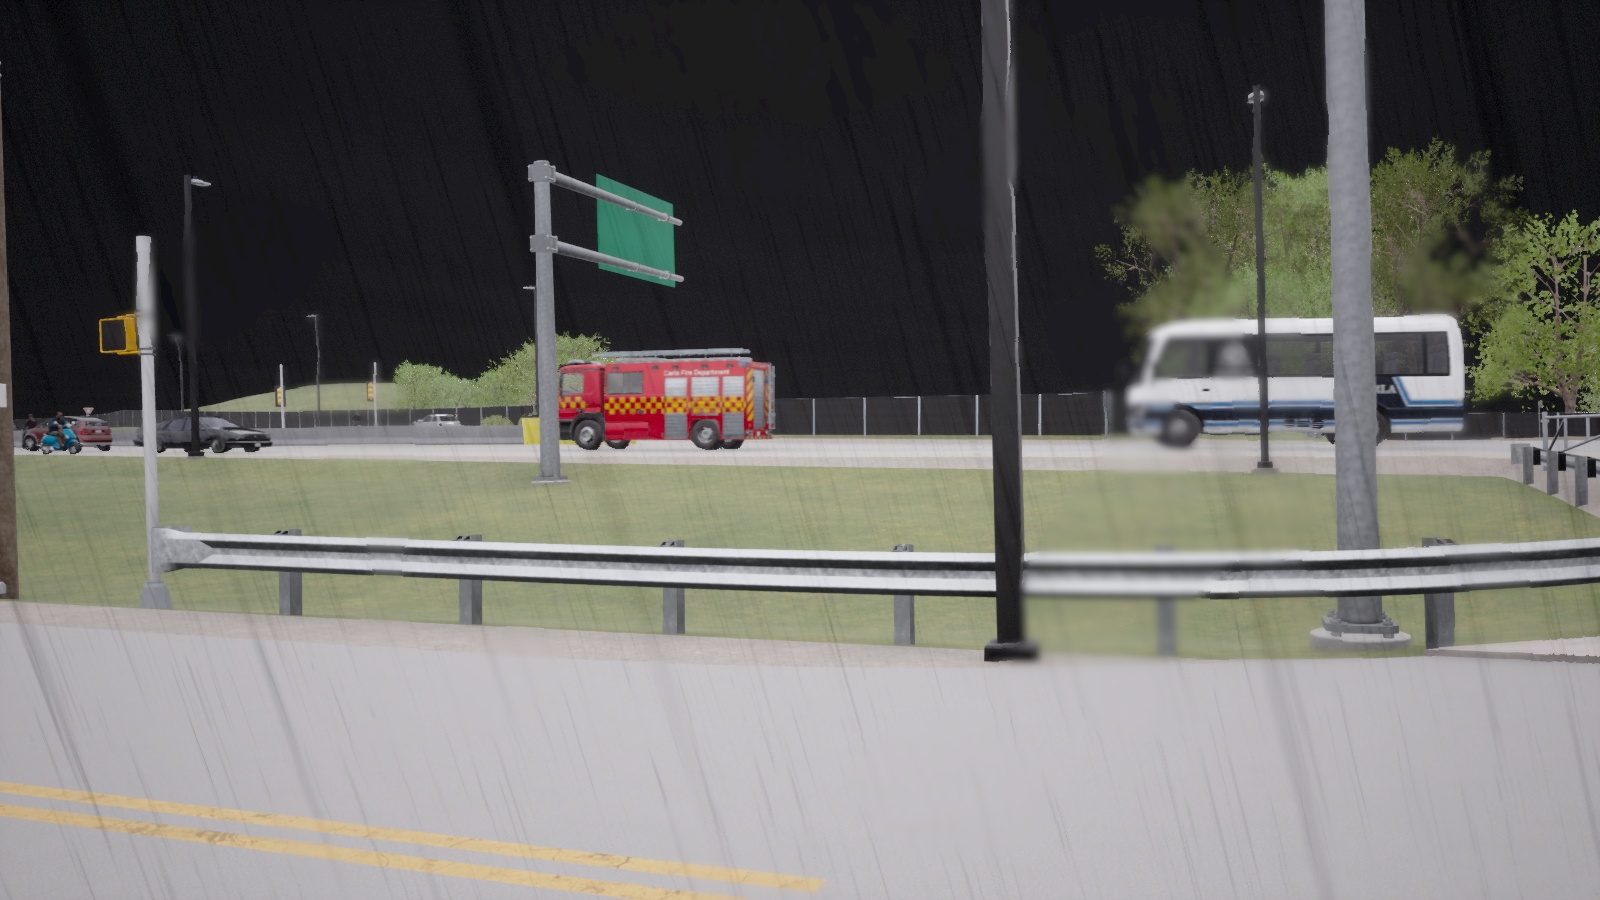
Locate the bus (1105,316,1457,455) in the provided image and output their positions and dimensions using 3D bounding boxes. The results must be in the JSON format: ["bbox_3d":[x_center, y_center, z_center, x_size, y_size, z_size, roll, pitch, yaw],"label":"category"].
[{"bbox_3d":[15.461,-2.027,41.408,10.273,4.253,3.944,0,1,10],"label":"bus"}]

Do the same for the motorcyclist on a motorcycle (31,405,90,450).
[{"bbox_3d":[-26.873,-0.810,45.619,1.817,1.590,0.866,0,1,19],"label":"motorcyclist on a motorcycle"}]

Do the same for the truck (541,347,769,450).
[{"bbox_3d":[-5.702,-1.960,49.283,8.468,3.827,2.891,0,1,19],"label":"truck"}]

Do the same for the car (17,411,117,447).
[{"bbox_3d":[-32.018,-0.929,54.849,3.705,1.549,1.789,0,1,19],"label":"car"}]

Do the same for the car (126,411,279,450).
[{"bbox_3d":[-22.784,-0.744,47.892,5.357,1.411,2.033,0,1,19],"label":"car"}]

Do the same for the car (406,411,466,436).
[{"bbox_3d":[-22.222,-1.624,76.643,1.970,1.475,3.806,-2,2,-44],"label":"car"}]
